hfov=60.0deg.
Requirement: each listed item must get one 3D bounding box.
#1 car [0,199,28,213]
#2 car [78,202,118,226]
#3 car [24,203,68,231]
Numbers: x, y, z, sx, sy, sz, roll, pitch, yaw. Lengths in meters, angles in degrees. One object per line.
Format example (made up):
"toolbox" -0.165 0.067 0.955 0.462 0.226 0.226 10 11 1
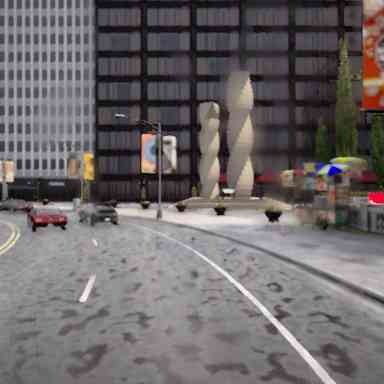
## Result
"car" -19.885 1.542 37.208 5.357 1.411 2.033 0 0 35
"car" -6.679 1.492 23.388 1.837 1.490 4.892 0 1 -32
"car" -9.082 1.594 20.679 1.895 1.301 4.718 0 0 -30
